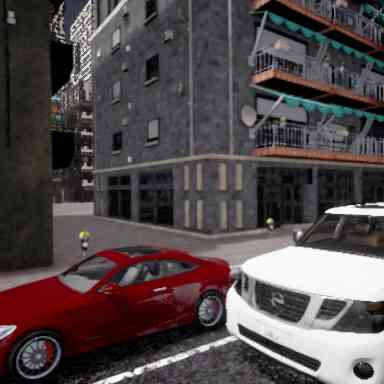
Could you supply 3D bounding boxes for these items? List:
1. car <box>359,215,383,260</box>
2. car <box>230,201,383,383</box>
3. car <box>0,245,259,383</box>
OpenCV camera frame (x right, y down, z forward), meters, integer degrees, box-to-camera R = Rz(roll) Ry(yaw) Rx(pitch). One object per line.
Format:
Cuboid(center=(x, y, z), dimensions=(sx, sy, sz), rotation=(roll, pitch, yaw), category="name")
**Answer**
Cuboid(center=(8.082, 1.531, 11.897), dimensions=(4.313, 1.339, 1.947), rotation=(0, -1, -36), category="car")
Cuboid(center=(3.130, 1.206, 5.307), dimensions=(5.566, 2.045, 2.150), rotation=(0, 0, -36), category="car")
Cuboid(center=(-1.110, 1.577, 5.321), dimensions=(4.206, 1.307, 1.802), rotation=(0, -1, -36), category="car")
